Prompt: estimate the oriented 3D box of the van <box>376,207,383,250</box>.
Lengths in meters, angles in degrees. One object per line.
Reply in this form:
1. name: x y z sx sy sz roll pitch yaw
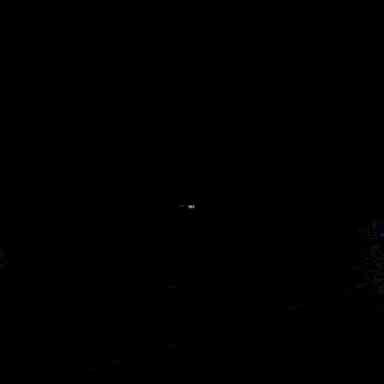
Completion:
1. van: 8.595 1.319 12.565 3.998 1.788 1.690 0 0 -35
